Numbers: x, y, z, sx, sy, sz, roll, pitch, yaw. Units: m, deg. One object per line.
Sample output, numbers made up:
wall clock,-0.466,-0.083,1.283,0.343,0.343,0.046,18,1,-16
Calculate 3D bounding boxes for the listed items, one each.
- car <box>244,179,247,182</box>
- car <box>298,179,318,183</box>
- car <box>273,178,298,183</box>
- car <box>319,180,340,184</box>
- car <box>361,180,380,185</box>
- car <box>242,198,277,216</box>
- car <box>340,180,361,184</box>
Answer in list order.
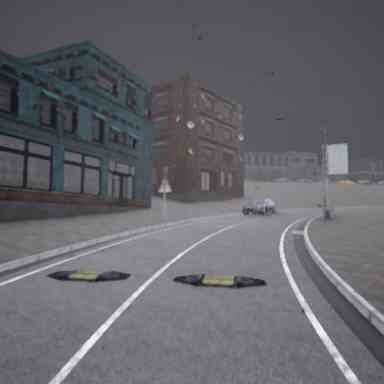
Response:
car,10.646,-2.704,76.631,4.553,1.767,2.185,1,-4,-9
car,26.893,-2.365,79.261,4.892,1.521,2.231,1,-4,-9
car,21.446,-2.445,78.371,4.892,1.521,2.231,1,-4,-9
car,32.350,-2.219,80.253,4.674,1.452,2.002,1,-5,-10
car,43.171,-2.134,82.599,4.553,1.767,2.185,1,-5,-13
car,6.598,1.384,32.518,2.097,1.767,4.553,-2,-1,34
car,37.785,-2.138,81.368,5.008,1.535,2.097,1,-5,-12
